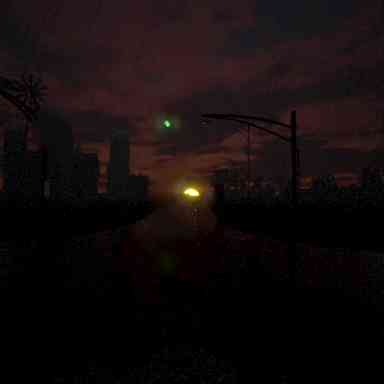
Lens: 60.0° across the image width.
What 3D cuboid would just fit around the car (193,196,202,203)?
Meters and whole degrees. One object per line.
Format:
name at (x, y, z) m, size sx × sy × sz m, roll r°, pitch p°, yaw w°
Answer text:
car at (1.164, 1.546, 68.875) m, size 1.837 × 1.490 × 4.892 m, roll 0°, pitch 0°, yaw 1°

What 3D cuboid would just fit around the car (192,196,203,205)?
car at (0.982, 1.578, 58.455) m, size 2.033 × 1.411 × 5.357 m, roll 0°, pitch 0°, yaw 1°
